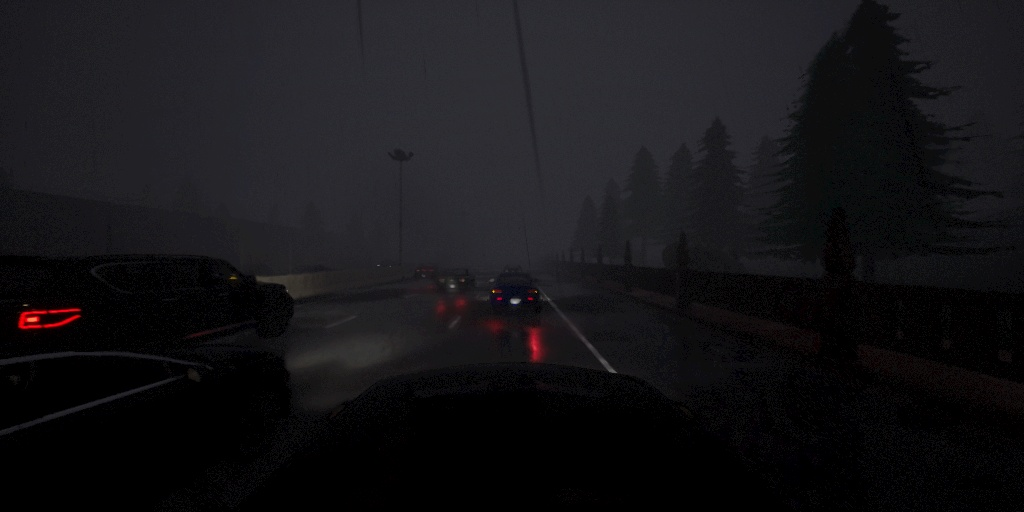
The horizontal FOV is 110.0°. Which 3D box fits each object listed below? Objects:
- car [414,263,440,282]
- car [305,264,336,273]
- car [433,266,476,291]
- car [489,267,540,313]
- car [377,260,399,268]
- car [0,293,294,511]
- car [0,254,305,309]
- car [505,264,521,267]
[{"bbox_3d":[-6.904,1.368,30.535,2.128,1.511,4.902,0,0,0],"label":"car"},{"bbox_3d":[-14.100,1.326,24.825,1.882,1.535,5.008,0,0,0],"label":"car"},{"bbox_3d":[-3.404,1.443,22.748,1.895,1.301,4.718,0,0,0],"label":"car"},{"bbox_3d":[0.097,1.331,14.207,1.812,1.442,4.674,0,0,0],"label":"car"},{"bbox_3d":[-17.560,1.316,51.256,2.097,1.767,4.553,0,0,0],"label":"car"},{"bbox_3d":[-3.401,1.243,2.095,2.128,1.511,4.902,0,0,0],"label":"car"},{"bbox_3d":[-6.903,0.995,7.187,2.150,2.045,5.566,0,0,0],"label":"car"},{"bbox_3d":[0.094,1.505,36.403,1.895,1.301,4.718,0,0,0],"label":"car"}]
